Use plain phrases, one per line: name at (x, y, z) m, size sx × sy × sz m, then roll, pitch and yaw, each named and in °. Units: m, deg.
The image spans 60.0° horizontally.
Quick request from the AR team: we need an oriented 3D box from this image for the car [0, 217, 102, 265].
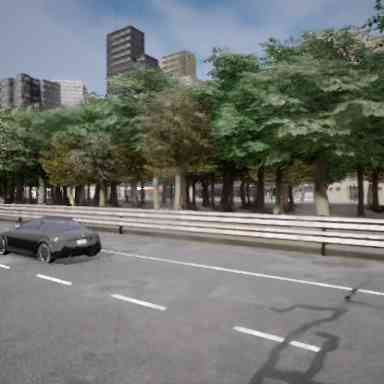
car at (-5.170, 1.574, 11.860) m, size 4.181 × 1.385 × 1.994 m, roll 0°, pitch 0°, yaw 36°
